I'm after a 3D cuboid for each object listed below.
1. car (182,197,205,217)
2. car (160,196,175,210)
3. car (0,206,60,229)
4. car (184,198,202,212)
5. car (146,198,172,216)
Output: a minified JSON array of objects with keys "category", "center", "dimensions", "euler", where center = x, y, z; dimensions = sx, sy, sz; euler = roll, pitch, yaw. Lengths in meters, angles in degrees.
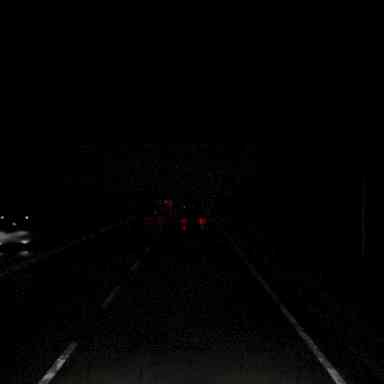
[{"category":"car","center":[0.142,1.345,31.149],"dimensions":[2.097,1.767,4.553],"euler":[0,0,0]},{"category":"car","center":[-3.318,1.341,42.405],"dimensions":[2.097,1.767,4.553],"euler":[0,0,0]},{"category":"car","center":[-10.520,1.592,21.918],"dimensions":[1.895,1.301,4.718],"euler":[0,0,0]},{"category":"car","center":[0.137,1.539,40.555],"dimensions":[2.033,1.411,5.357],"euler":[0,0,1]},{"category":"car","center":[-3.335,1.592,32.719],"dimensions":[1.895,1.301,4.718],"euler":[0,0,0]}]
